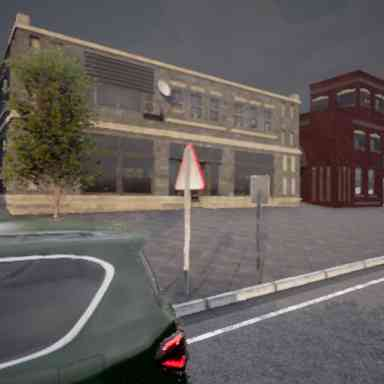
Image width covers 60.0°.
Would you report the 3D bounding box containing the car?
[{"bbox_3d":[-2.588,1.250,1.551,5.566,2.045,2.150,0,0,-35],"label":"car"}]
